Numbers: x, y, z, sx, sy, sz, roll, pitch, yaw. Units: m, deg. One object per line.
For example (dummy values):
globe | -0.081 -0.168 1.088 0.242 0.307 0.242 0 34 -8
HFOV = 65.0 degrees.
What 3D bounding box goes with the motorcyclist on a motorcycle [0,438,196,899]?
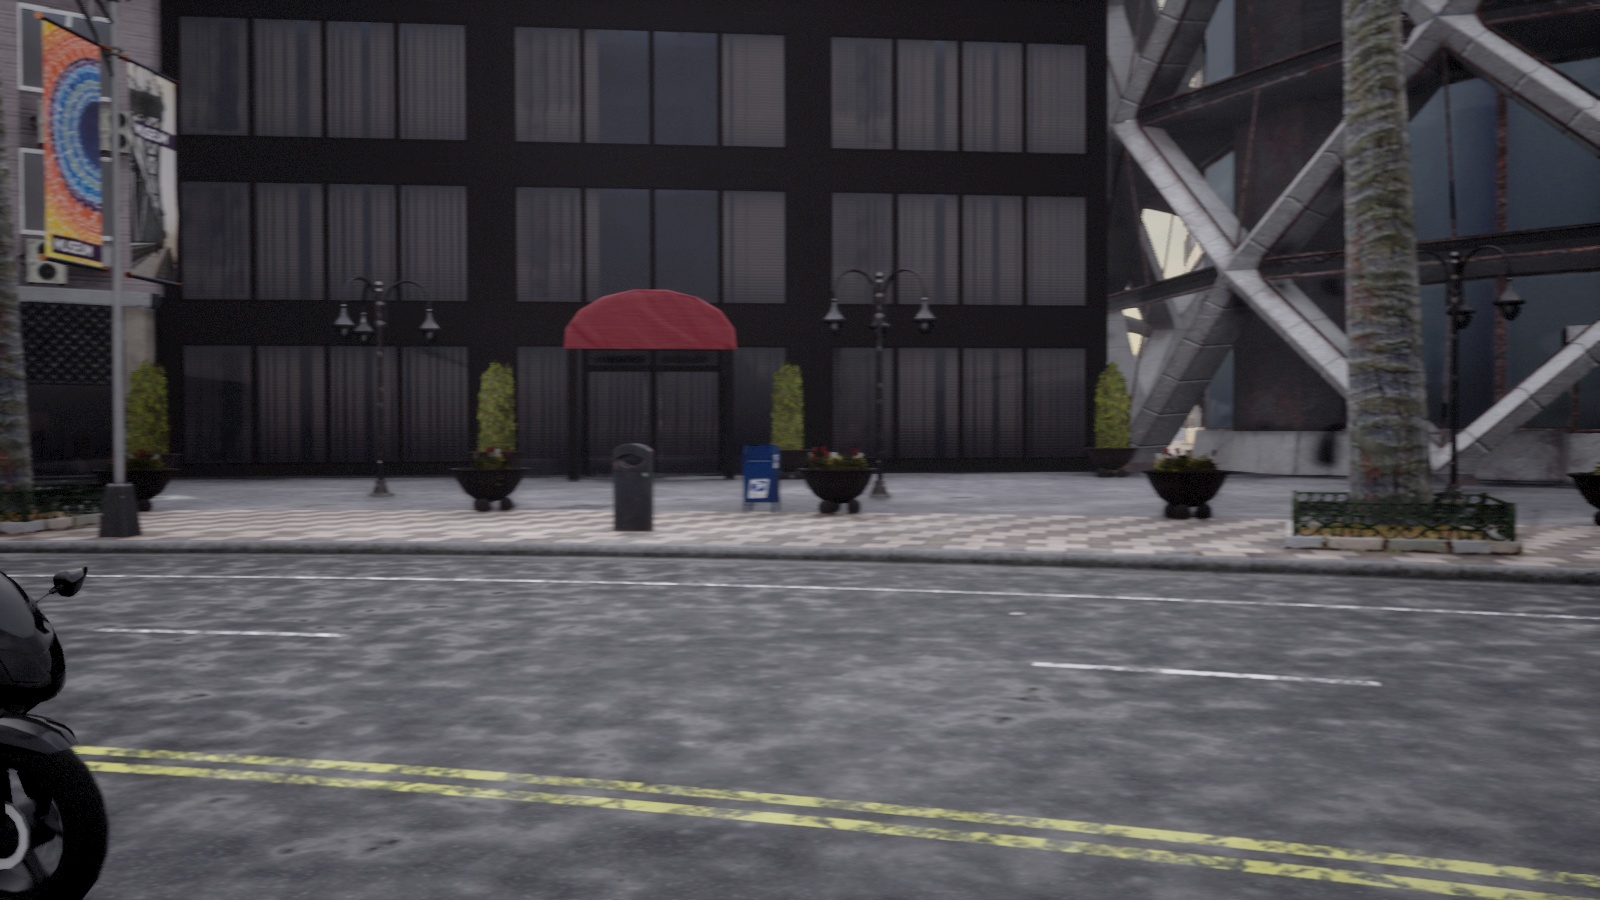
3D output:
motorcyclist on a motorcycle | -3.163 0.726 4.125 2.044 1.523 0.797 0 1 11
